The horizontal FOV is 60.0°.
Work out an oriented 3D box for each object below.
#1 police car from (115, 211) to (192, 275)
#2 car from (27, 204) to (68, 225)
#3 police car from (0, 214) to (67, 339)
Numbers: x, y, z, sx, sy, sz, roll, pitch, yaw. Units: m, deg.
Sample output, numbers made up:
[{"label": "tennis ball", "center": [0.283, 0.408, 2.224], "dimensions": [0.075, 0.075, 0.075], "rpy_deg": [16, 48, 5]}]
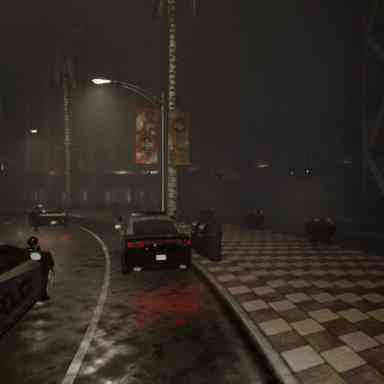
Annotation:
[{"label": "police car", "center": [-1.414, 1.423, 10.777], "dimensions": [1.930, 1.638, 5.238], "rpy_deg": [0, 0, -15]}, {"label": "car", "center": [-8.989, 1.483, 20.571], "dimensions": [2.128, 1.511, 4.902], "rpy_deg": [0, 0, -31]}, {"label": "police car", "center": [-3.635, 1.422, 5.259], "dimensions": [1.930, 1.638, 5.238], "rpy_deg": [0, 0, -8]}]
